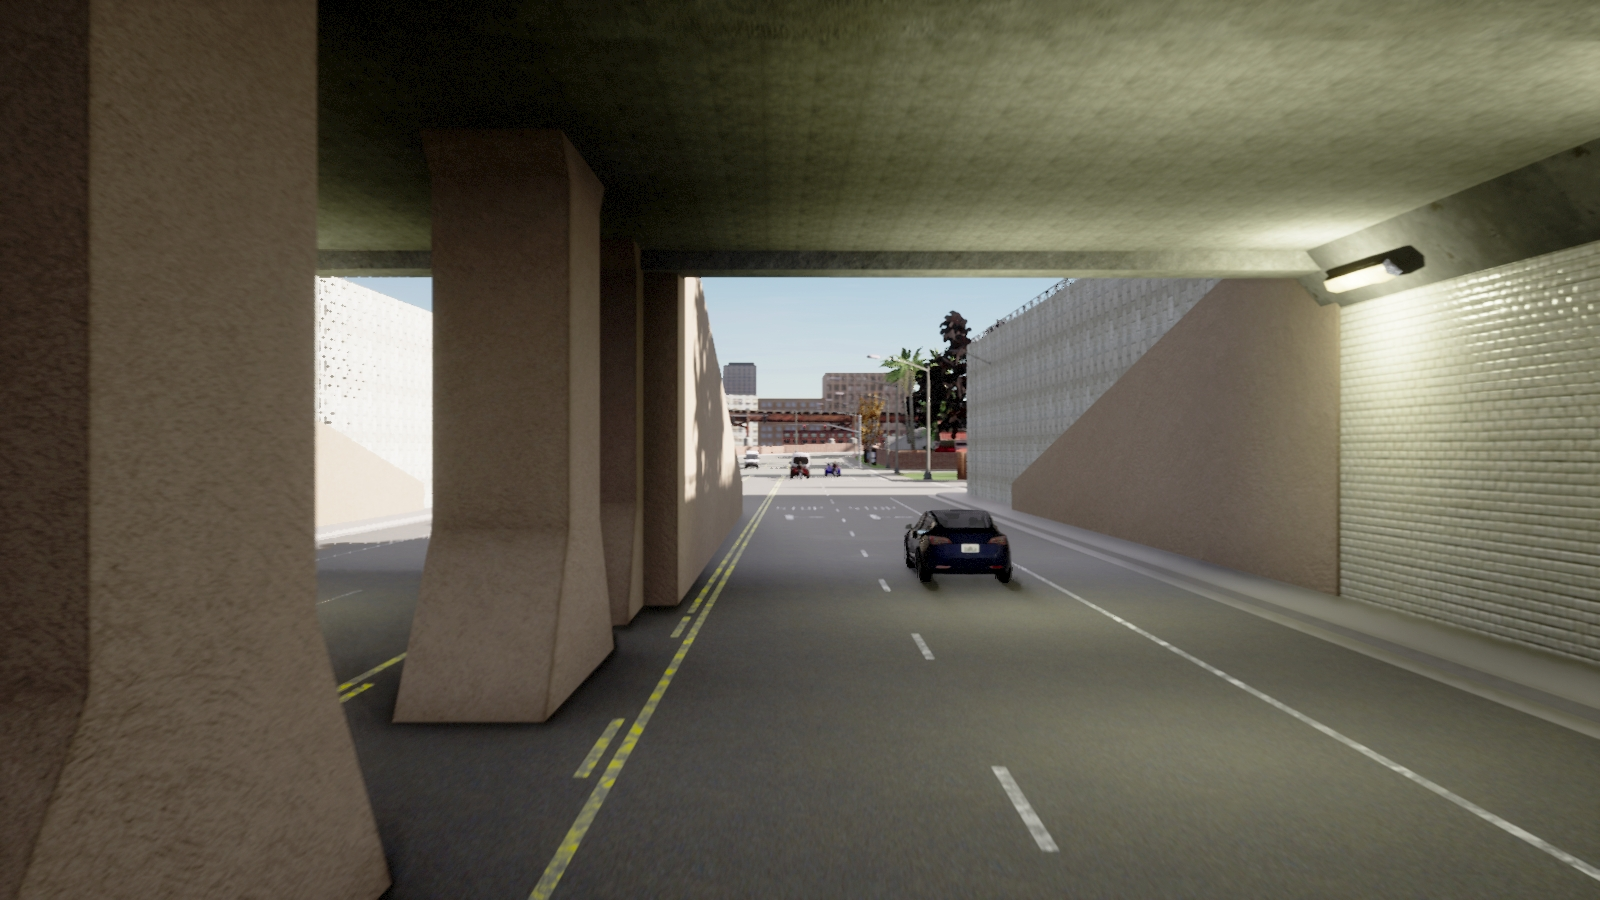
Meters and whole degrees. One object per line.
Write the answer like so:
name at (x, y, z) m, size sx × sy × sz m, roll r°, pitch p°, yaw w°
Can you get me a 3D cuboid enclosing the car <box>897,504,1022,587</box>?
car at (3.463, 2.063, 25.751) m, size 2.163 × 1.488 × 4.792 m, roll 0°, pitch 0°, yaw 0°
